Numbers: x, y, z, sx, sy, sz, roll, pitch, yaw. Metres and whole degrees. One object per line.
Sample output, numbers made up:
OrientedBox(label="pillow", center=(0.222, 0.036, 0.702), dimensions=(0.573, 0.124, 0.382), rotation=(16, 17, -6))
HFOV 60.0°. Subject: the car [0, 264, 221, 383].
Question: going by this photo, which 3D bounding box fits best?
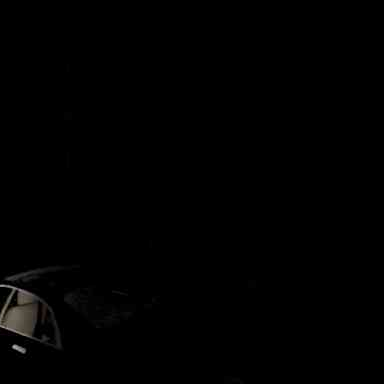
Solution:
OrientedBox(label="car", center=(-1.760, 1.585, 4.065), dimensions=(4.403, 1.369, 2.008), rotation=(-1, 0, 35))
